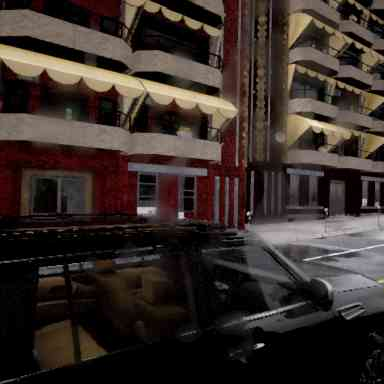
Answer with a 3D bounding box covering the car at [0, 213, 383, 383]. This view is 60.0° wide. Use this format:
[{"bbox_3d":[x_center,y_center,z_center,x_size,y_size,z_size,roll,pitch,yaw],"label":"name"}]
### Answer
[{"bbox_3d":[-0.336,1.223,2.922,5.566,2.045,2.150,0,0,-35],"label":"car"}]
